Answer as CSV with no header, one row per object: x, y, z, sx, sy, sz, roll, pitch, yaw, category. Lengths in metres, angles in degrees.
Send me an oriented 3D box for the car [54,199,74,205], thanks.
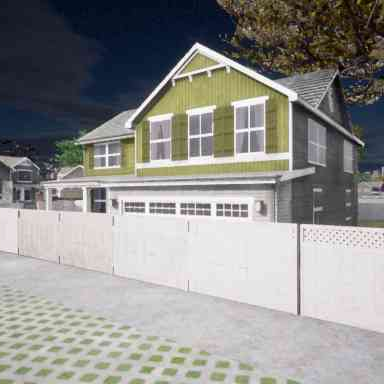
-15.724,1.631,39.702,1.837,1.490,4.892,0,-1,19,car
